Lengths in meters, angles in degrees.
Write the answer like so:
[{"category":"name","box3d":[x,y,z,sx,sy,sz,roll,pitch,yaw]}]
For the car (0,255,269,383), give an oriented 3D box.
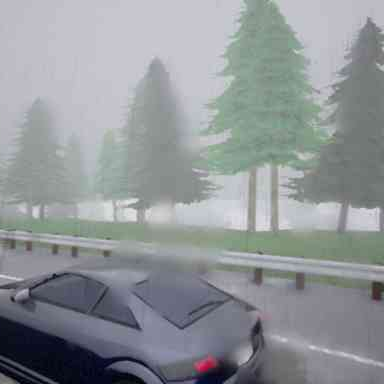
[{"category":"car","box3d":[-1.166,1.567,4.334,4.181,1.385,1.994,0,0,33]}]
